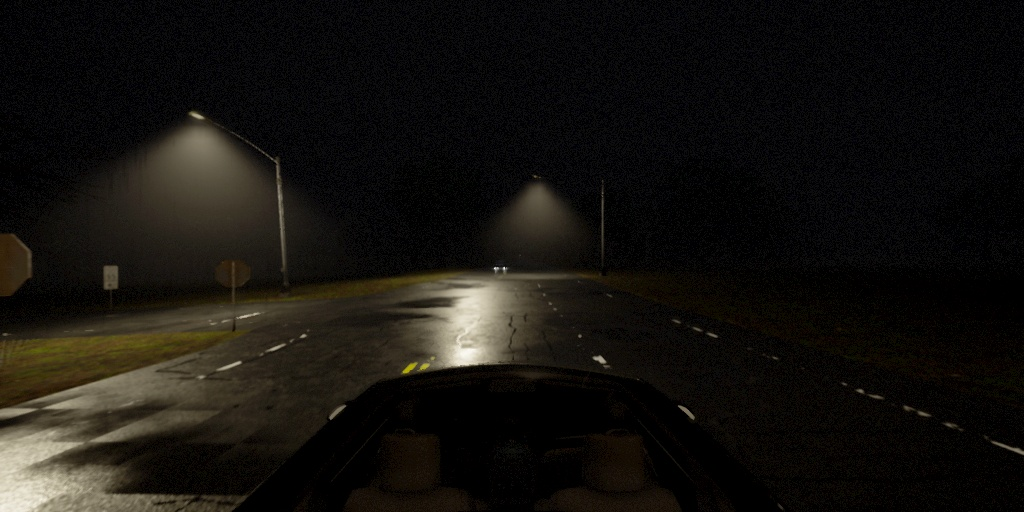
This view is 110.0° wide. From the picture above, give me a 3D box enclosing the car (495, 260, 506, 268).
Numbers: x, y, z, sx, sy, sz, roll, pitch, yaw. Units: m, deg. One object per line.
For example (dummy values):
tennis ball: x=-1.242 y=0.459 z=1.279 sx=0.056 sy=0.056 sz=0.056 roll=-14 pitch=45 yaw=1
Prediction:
car: x=-2.039 y=1.408 z=64.146 sx=1.812 sy=1.442 sz=4.674 roll=0 pitch=0 yaw=2
